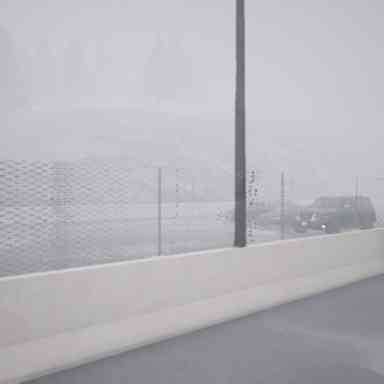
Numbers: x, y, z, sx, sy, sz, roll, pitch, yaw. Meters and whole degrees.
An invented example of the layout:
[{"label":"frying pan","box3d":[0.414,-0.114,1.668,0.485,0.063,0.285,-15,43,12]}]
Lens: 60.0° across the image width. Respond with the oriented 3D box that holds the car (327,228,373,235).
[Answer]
[{"label":"car","box3d":[7.855,1.216,18.188,5.566,2.045,2.150,0,0,-36]}]
